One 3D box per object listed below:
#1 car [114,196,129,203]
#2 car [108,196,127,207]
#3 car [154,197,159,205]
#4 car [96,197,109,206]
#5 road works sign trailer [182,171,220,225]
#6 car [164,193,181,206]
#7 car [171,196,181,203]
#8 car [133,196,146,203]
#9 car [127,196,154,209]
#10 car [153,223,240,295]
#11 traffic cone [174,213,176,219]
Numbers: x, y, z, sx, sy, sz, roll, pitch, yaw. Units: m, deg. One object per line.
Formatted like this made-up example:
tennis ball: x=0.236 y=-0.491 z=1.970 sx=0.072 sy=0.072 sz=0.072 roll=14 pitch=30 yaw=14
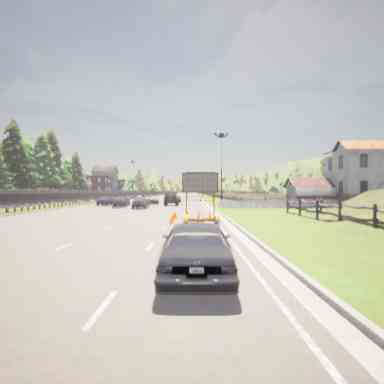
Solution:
car: x=-13.768 y=1.490 z=65.311 sx=1.994 sy=1.385 sz=4.181 roll=0 pitch=0 yaw=0
car: x=-10.301 y=1.491 z=49.031 sx=2.033 sy=1.411 sz=5.357 roll=0 pitch=0 yaw=0
car: x=-6.785 y=1.536 z=57.441 sx=1.895 sy=1.301 sz=4.718 roll=0 pitch=0 yaw=0
car: x=-13.795 y=1.466 z=52.703 sx=1.812 sy=1.442 sz=4.674 roll=0 pitch=0 yaw=0
road works sign trailer: x=0.531 y=0.439 z=21.931 sx=2.380 sy=3.560 sz=2.880 roll=0 pitch=0 yaw=-5
car: x=-3.293 y=1.161 z=53.186 sx=2.150 sy=2.045 sz=5.566 roll=0 pitch=0 yaw=0
car: x=-3.262 y=1.486 z=68.401 sx=1.994 sy=1.385 sz=4.181 roll=0 pitch=0 yaw=0
car: x=-10.269 y=1.527 z=65.662 sx=1.895 sy=1.301 sz=4.718 roll=0 pitch=0 yaw=0
car: x=-6.824 y=1.495 z=44.833 sx=2.033 sy=1.411 sz=5.357 roll=0 pitch=0 yaw=2
car: x=0.116 y=1.537 z=8.840 sx=2.033 sy=1.411 sz=5.357 roll=0 pitch=0 yaw=1
traffic cone: x=-1.441 y=1.929 z=23.004 sx=0.340 sy=0.580 sz=0.340 roll=0 pitch=0 yaw=0
